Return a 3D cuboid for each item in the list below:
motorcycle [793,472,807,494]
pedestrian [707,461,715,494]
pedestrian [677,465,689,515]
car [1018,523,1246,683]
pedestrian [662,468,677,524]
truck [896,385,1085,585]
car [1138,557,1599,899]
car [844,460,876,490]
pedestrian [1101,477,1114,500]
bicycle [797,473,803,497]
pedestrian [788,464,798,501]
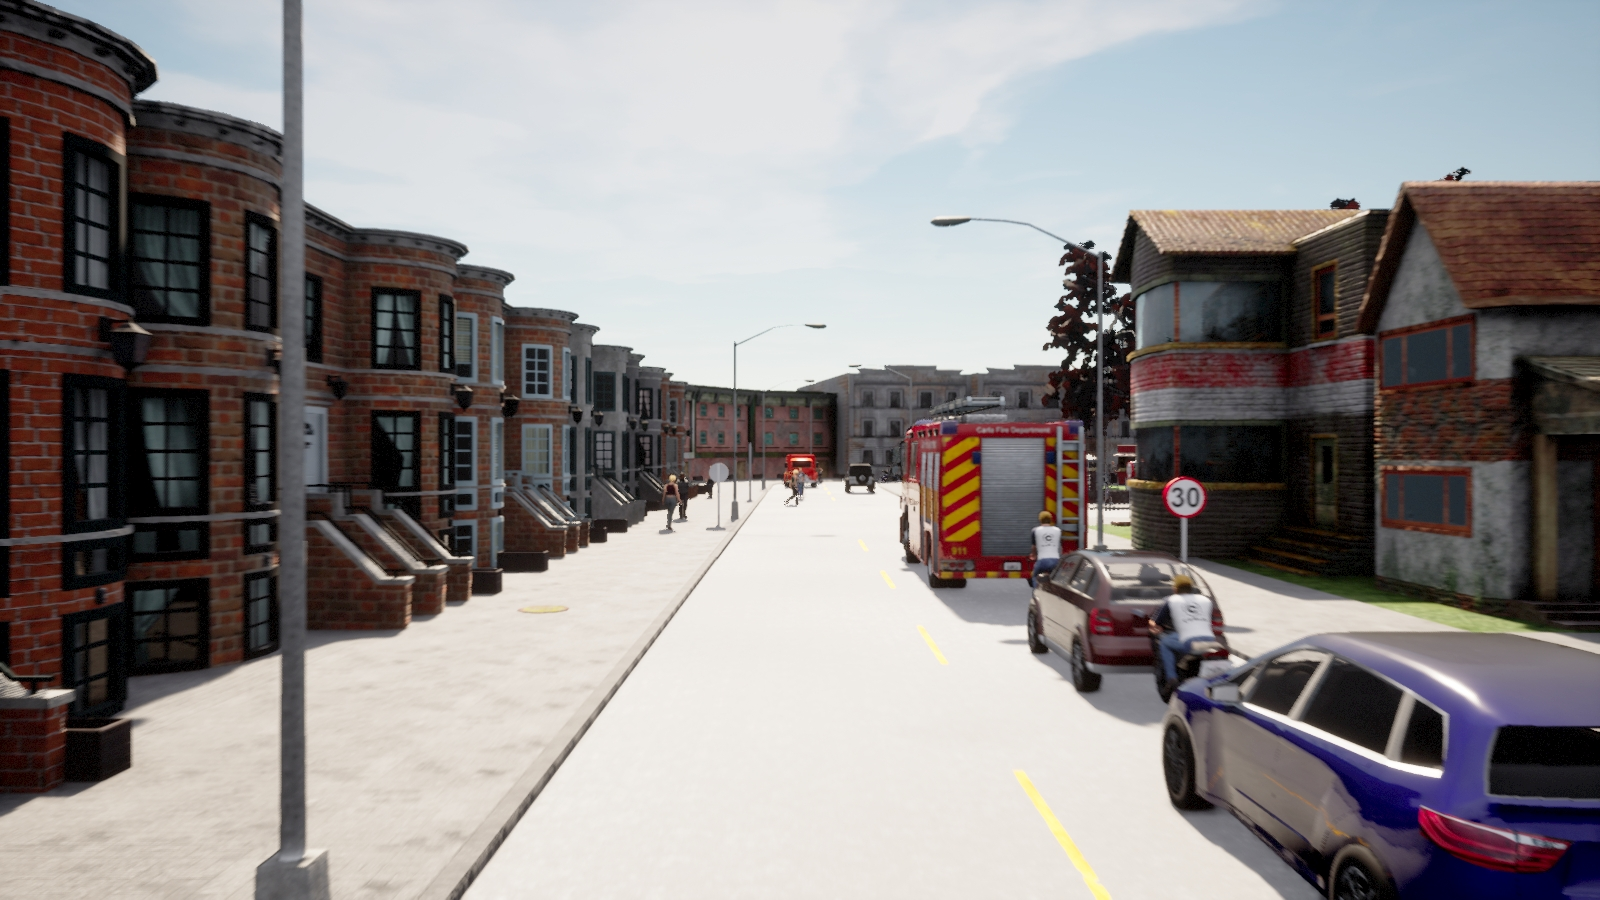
[{"bbox_3d":[-0.004,1.962,68.345,0.856,1.236,1.805,0,0,0],"label":"motorcycle"},{"bbox_3d":[-4.964,1.524,63.651,0.375,1.860,0.375,0,0,2],"label":"pedestrian"},{"bbox_3d":[-4.474,1.524,43.629,0.375,1.860,0.375,0,0,-18],"label":"pedestrian"},{"bbox_3d":[4.010,1.800,14.442,1.789,1.549,3.705,0,0,0],"label":"car"},{"bbox_3d":[-4.355,1.523,38.222,0.375,1.860,0.375,0,0,18],"label":"pedestrian"},{"bbox_3d":[4.001,0.671,26.101,2.891,3.827,8.468,0,0,0],"label":"truck"},{"bbox_3d":[4.003,1.747,7.431,2.242,1.667,4.611,0,0,0],"label":"car"},{"bbox_3d":[3.961,1.637,75.975,1.905,1.878,3.866,0,0,0],"label":"car"},{"bbox_3d":[15.230,1.896,56.585,0.500,1.100,0.500,0,0,2],"label":"pedestrian"},{"bbox_3d":[-0.002,1.936,64.018,0.373,1.296,1.643,0,0,0],"label":"bicycle"},{"bbox_3d":[-0.352,1.628,57.158,0.375,1.860,0.375,0,0,-18],"label":"pedestrian"}]
